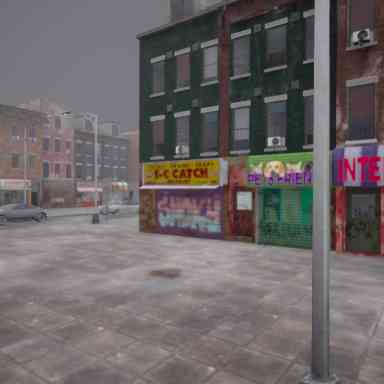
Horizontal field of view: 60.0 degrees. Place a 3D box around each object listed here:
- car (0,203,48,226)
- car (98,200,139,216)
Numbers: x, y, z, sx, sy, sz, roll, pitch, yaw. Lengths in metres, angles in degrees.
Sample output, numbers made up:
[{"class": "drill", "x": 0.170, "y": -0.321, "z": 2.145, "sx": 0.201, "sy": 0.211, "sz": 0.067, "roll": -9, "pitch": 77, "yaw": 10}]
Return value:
[{"class": "car", "x": -12.338, "y": 1.489, "z": 23.183, "sx": 1.994, "sy": 1.385, "sz": 4.181, "roll": 0, "pitch": 0, "yaw": 35}, {"class": "car", "x": -6.512, "y": 1.473, "z": 31.370, "sx": 1.895, "sy": 1.301, "sz": 4.718, "roll": 0, "pitch": 0, "yaw": 36}]
